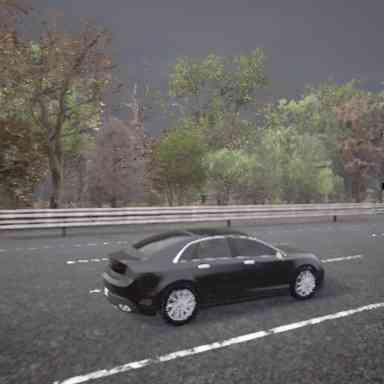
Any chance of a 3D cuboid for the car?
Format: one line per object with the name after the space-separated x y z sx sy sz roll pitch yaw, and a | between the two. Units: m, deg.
0.631 1.526 7.002 4.892 1.490 1.837 0 0 -28 | car
